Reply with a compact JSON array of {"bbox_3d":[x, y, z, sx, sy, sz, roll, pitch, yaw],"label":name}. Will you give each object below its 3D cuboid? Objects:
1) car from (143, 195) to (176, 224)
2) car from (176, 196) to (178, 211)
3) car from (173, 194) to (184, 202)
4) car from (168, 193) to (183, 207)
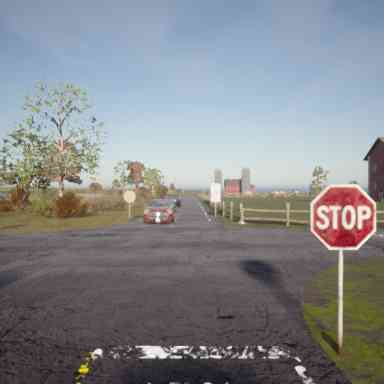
[{"bbox_3d":[-2.458,1.347,24.653,2.097,1.767,4.553,0,0,-4],"label":"car"},{"bbox_3d":[-2.817,1.520,36.818,1.812,1.442,4.674,0,0,0],"label":"car"},{"bbox_3d":[-2.694,1.198,65.491,1.994,1.385,4.181,0,0,0],"label":"car"},{"bbox_3d":[-2.789,1.217,50.185,2.150,2.045,5.566,0,0,0],"label":"car"}]
